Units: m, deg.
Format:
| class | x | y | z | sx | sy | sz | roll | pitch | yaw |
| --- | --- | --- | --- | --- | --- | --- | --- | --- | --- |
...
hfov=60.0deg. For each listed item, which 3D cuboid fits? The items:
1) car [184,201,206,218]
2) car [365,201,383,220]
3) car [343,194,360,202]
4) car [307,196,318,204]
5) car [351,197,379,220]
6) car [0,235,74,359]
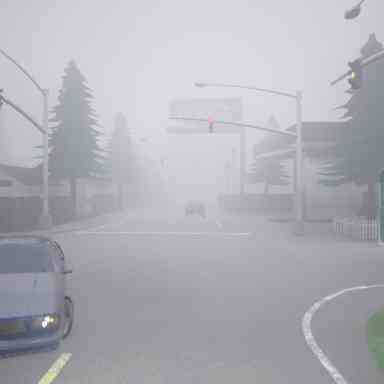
| class | x | y | z | sx | sy | sz | roll | pitch | yaw |
| --- | --- | --- | --- | --- | --- | --- | --- | --- | --- |
| car | 0.296 | 1.597 | 31.772 | 1.837 | 1.490 | 4.892 | 1 | 0 | 0 |
| car | 18.813 | 1.672 | 30.537 | 4.611 | 1.667 | 2.242 | 0 | 0 | 0 |
| car | 35.185 | 1.489 | 71.662 | 2.007 | 1.523 | 4.514 | 0 | 0 | 0 |
| car | 22.751 | 1.552 | 63.919 | 1.970 | 1.475 | 3.806 | 0 | 0 | 0 |
| car | 14.464 | 1.505 | 24.884 | 3.866 | 1.878 | 1.905 | 0 | 0 | 0 |
| car | -3.339 | 1.582 | 6.323 | 2.033 | 1.411 | 5.357 | 1 | -1 | -20 |
